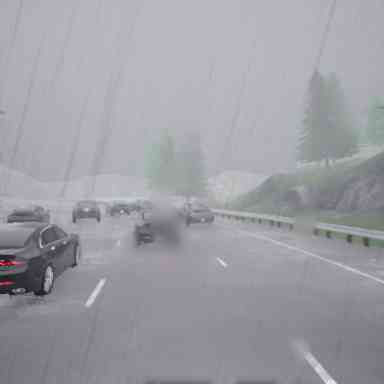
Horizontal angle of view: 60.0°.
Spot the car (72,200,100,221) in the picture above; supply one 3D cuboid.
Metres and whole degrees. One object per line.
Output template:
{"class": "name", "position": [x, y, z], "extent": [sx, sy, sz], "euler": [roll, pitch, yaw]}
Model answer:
{"class": "car", "position": [-8.859, 1.454, 27.746], "extent": [2.097, 1.767, 4.553], "euler": [0, 0, -19]}

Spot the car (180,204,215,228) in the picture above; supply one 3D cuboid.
{"class": "car", "position": [0.040, 1.548, 22.834], "extent": [2.128, 1.511, 4.902], "euler": [0, 0, -15]}

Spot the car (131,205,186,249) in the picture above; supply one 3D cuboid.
{"class": "car", "position": [-1.686, 1.549, 15.002], "extent": [1.837, 1.490, 4.892], "euler": [0, 0, -11]}

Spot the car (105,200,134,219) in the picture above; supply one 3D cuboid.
{"class": "car", "position": [-7.696, 1.619, 34.117], "extent": [1.837, 1.490, 4.892], "euler": [0, 0, -23]}

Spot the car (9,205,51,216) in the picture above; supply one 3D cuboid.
{"class": "car", "position": [-10.437, 1.598, 21.546], "extent": [1.837, 1.490, 4.892], "euler": [0, 0, -16]}

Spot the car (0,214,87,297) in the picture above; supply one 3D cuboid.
{"class": "car", "position": [-4.216, 1.542, 8.588], "extent": [1.837, 1.490, 4.892], "euler": [0, 0, -7]}

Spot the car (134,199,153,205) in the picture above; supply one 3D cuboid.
{"class": "car", "position": [-5.939, 1.609, 38.531], "extent": [2.128, 1.511, 4.902], "euler": [0, 0, -26]}
